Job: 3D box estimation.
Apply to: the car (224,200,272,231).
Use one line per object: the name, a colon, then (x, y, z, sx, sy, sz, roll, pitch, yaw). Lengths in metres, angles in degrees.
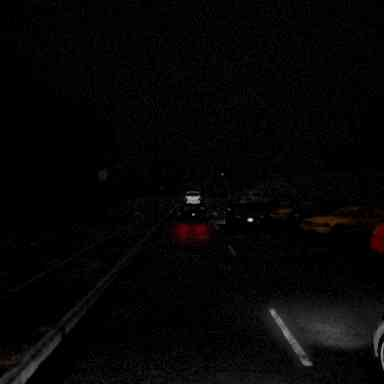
car: (3.102, 1.429, 19.674, 1.994, 1.385, 4.181, 0, 1, 0)

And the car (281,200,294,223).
car: (8.098, 1.388, 19.574, 4.792, 1.488, 2.163, 1, 0, -20)

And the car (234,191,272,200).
car: (8.102, 0.977, 37.467, 5.566, 2.045, 2.435, 1, 0, -20)

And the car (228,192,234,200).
car: (8.248, 1.193, 46.465, 5.366, 1.575, 1.946, 1, 0, -20)

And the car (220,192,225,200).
car: (7.902, 1.165, 55.281, 5.366, 1.575, 1.946, 1, 0, -20)

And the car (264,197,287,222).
car: (7.899, 1.325, 22.478, 5.366, 1.575, 1.946, 1, 1, -20)

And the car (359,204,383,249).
car: (8.043, 1.313, 10.601, 4.553, 1.767, 2.185, 1, 0, -20)

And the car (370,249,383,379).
car: (3.100, 1.520, 2.080, 1.812, 1.442, 4.674, 0, 0, 0)

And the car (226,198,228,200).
car: (8.100, 1.216, 49.395, 4.792, 1.488, 2.163, 1, 0, -20)

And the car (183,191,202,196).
car: (0.093, 0.937, 42.424, 2.150, 2.045, 5.566, 0, 0, 0)

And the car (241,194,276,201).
car: (8.083, 1.246, 34.467, 4.892, 1.521, 2.231, 1, 1, -20)

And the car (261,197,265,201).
car: (8.068, 1.345, 25.527, 4.674, 1.452, 2.002, 1, 0, -20)

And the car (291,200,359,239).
car: (7.898, 1.382, 16.512, 5.366, 1.575, 1.946, 1, 1, -20)

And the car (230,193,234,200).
car: (8.067, 1.205, 43.418, 4.892, 1.521, 2.231, 1, 0, -20)

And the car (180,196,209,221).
car: (0.102, 1.308, 25.050, 2.128, 1.511, 4.902, 0, 0, 0)
